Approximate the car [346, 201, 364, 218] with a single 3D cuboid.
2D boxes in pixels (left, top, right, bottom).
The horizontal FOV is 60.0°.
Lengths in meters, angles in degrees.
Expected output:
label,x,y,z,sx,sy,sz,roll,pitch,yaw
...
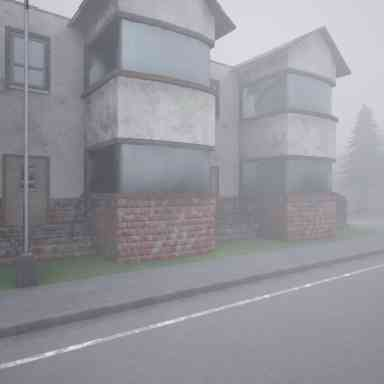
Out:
label,x,y,z,sx,sy,sz,roll,pitch,yaw
car,12.859,1.491,29.934,2.128,1.511,4.902,0,0,-35
